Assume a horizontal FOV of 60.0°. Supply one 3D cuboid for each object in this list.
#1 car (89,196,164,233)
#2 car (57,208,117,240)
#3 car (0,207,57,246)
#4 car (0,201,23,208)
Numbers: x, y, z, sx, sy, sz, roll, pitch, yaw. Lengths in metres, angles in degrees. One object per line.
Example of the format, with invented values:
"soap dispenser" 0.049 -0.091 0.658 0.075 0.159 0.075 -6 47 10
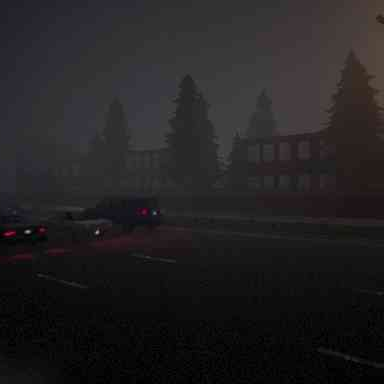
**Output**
"car" -4.228 1.255 19.783 5.566 2.045 2.150 0 0 36
"car" -6.261 1.614 16.933 4.718 1.301 1.895 0 0 36
"car" -8.269 1.560 14.066 5.357 1.411 2.033 0 0 36
"car" -16.415 1.482 28.476 5.008 1.535 1.882 0 0 36
